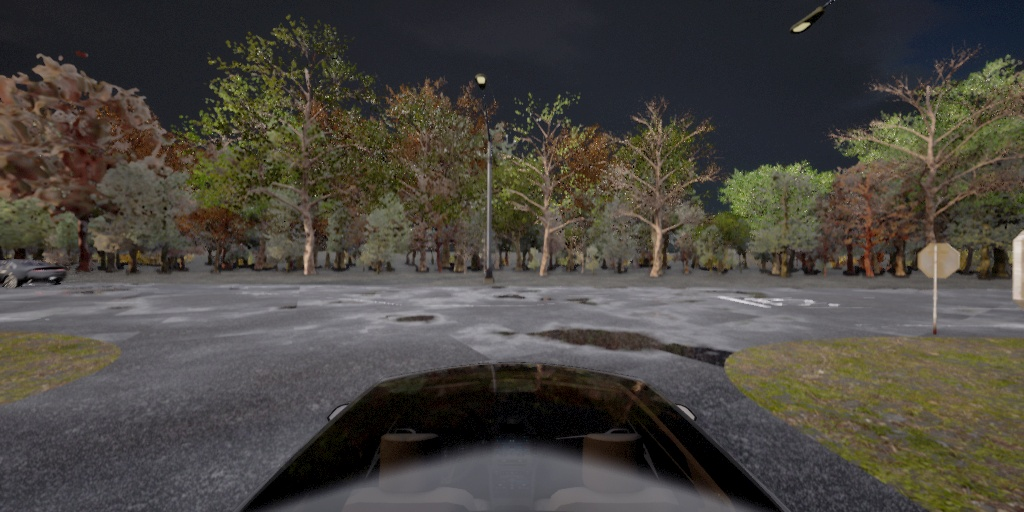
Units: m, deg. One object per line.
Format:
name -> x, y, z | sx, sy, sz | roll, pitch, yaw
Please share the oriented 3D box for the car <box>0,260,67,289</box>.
car -> -27.553, 0.991, 19.667 | 4.902, 1.511, 2.128 | 0, 0, 1
